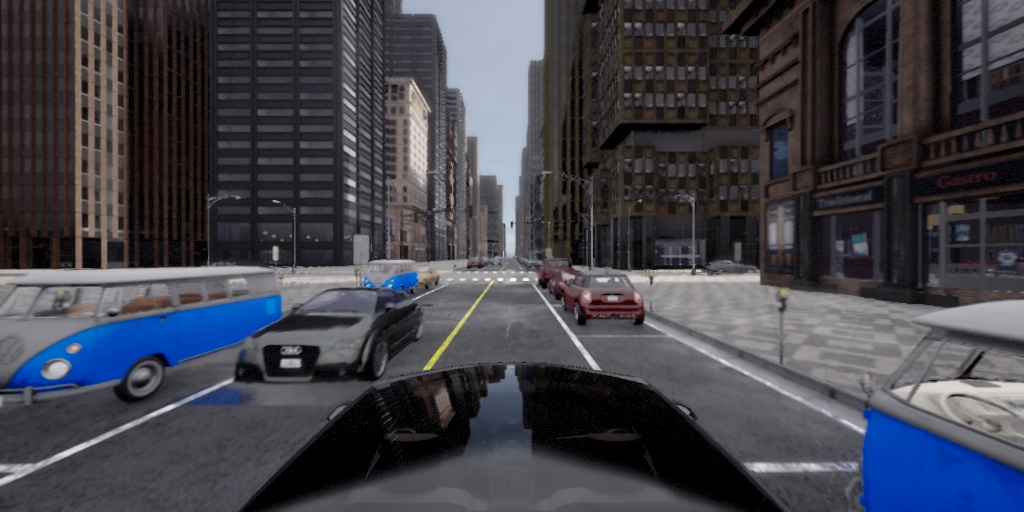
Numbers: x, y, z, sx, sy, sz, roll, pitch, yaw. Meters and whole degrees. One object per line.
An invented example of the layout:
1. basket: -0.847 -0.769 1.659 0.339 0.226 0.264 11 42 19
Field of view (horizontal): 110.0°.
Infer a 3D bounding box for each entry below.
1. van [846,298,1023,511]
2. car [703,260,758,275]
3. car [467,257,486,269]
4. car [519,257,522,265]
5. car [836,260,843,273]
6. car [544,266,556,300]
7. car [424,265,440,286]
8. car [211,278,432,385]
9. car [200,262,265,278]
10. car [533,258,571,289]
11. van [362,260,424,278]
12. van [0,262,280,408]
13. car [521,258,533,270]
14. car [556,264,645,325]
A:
1. van: 2.763 1.091 0.397 1.690 1.789 3.998 0 0 0
2. car: 21.391 1.181 35.201 4.902 1.511 2.128 0 0 0
3. car: -5.775 1.047 55.709 2.192 1.841 5.009 0 0 0
4. car: 2.749 1.282 61.361 2.007 1.370 4.403 0 0 0
5. car: 35.761 1.152 38.347 4.892 1.490 1.837 0 0 0
6. car: 2.759 1.325 17.429 1.802 1.307 4.207 0 0 0
7. car: -5.768 1.266 22.925 1.751 1.417 4.829 0 0 0
8. car: -3.099 1.311 7.013 1.994 1.385 4.181 0 0 0
9. car: -27.173 1.354 34.989 4.892 1.490 1.837 0 0 0
10. car: 2.758 1.055 23.107 2.192 1.841 5.009 0 0 0
11. van: -5.766 1.084 17.417 1.690 1.789 3.998 0 0 0
12. van: -5.764 1.089 6.063 1.690 1.789 3.998 0 0 0
13. car: 2.751 1.284 50.080 2.007 1.370 4.403 0 0 0
14. car: 2.760 1.185 11.752 1.967 1.591 4.097 0 0 0
